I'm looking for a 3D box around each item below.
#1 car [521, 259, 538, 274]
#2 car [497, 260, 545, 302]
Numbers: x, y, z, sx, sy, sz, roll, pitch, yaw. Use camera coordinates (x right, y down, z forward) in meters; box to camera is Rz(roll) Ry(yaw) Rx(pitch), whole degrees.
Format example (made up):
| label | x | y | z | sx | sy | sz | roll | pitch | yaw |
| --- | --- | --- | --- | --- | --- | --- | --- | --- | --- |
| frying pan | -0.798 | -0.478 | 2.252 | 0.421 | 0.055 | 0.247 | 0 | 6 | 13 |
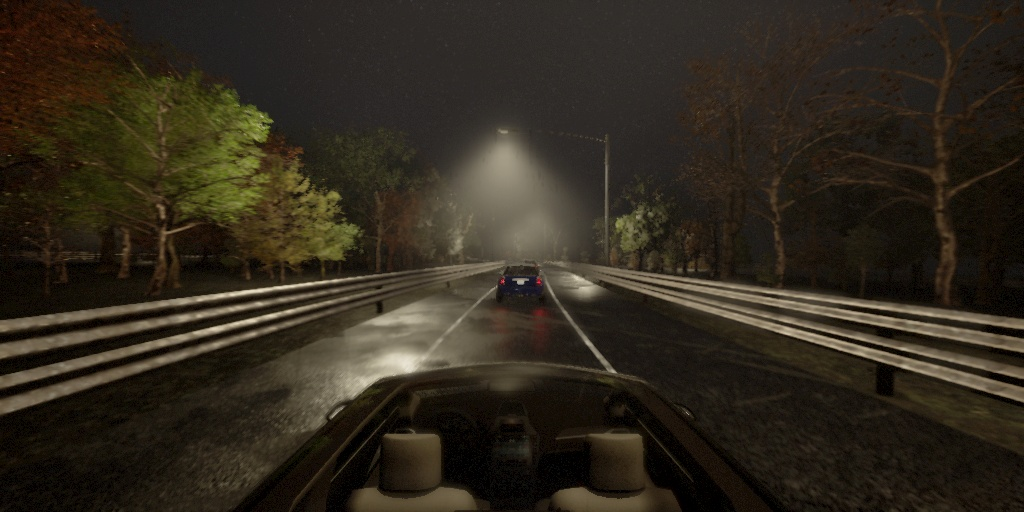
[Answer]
| label | x | y | z | sx | sy | sz | roll | pitch | yaw |
| --- | --- | --- | --- | --- | --- | --- | --- | --- | --- |
| car | 2.192 | 1.262 | 44.563 | 2.097 | 1.767 | 4.553 | 0 | 0 | 3 |
| car | 0.476 | 1.156 | 17.451 | 2.097 | 1.767 | 4.553 | 0 | 0 | 3 |
